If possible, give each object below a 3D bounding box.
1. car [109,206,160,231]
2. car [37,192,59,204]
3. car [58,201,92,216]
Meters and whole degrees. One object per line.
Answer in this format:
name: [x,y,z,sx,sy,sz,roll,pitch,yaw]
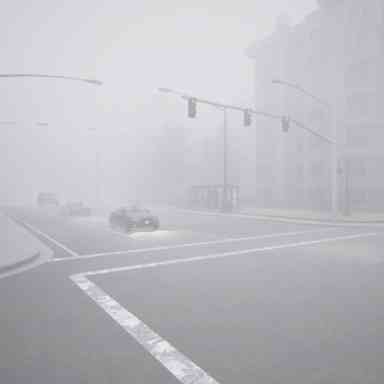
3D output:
car: [-3.622,1.541,20.472,1.994,1.385,4.181,0,0,-33]
car: [-19.953,0.944,45.856,2.150,2.045,5.566,0,0,-33]
car: [-11.186,1.589,32.158,1.895,1.301,4.718,0,0,-33]
